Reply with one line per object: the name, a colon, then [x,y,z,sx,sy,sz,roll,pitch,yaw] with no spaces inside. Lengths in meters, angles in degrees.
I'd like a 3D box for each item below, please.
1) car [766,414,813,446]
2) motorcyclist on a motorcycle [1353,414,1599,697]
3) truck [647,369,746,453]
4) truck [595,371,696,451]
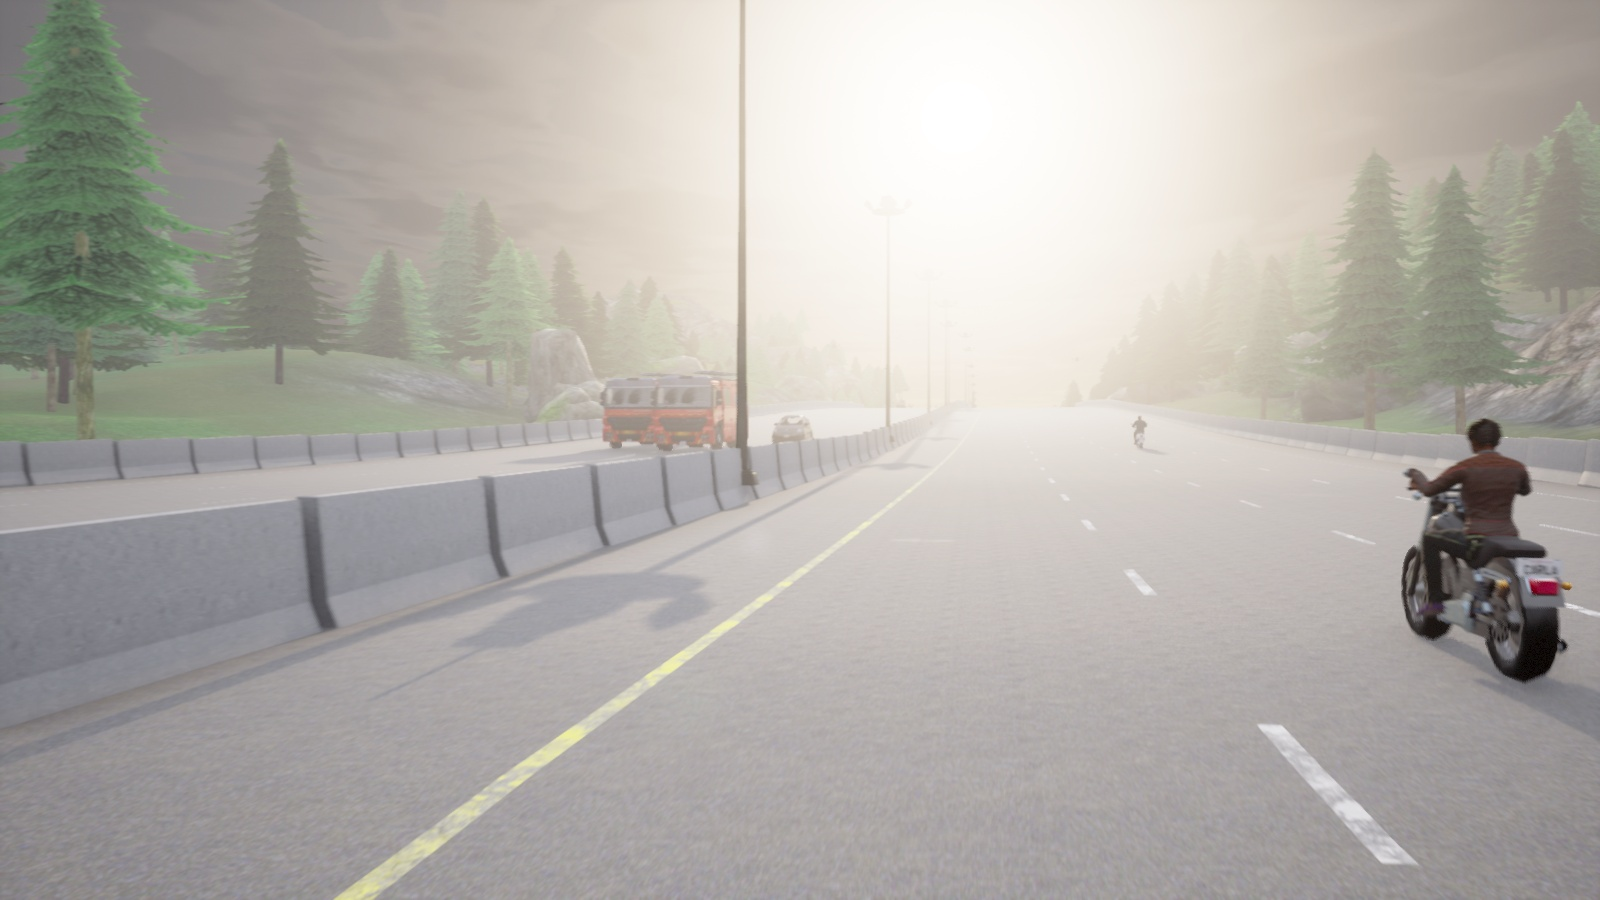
car: [-0.516,-1.079,66.424,1.851,1.617,3.988,0,2,9]
motorcyclist on a motorcycle: [4.514,0.606,8.559,0.766,1.649,2.350,0,1,9]
truck: [-4.873,-1.922,61.243,2.891,3.827,8.468,0,2,9]
truck: [-7.831,-2.056,64.958,2.891,3.827,8.468,0,2,9]
